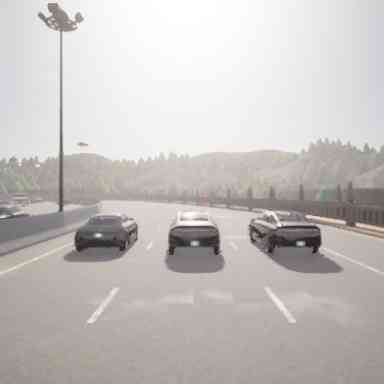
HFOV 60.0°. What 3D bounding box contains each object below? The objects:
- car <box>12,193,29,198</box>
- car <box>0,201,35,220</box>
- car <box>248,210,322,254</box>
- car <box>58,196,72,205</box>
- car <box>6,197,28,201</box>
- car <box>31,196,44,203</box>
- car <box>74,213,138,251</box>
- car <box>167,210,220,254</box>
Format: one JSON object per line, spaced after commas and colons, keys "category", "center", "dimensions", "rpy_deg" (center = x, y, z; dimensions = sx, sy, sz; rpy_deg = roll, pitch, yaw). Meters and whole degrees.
{"category": "car", "center": [-27.366, 1.201, 53.171], "dimensions": [2.150, 2.045, 5.566], "rpy_deg": [0, 0, -26]}
{"category": "car", "center": [-10.919, 1.499, 18.750], "dimensions": [1.837, 1.490, 4.892], "rpy_deg": [0, 0, -4]}
{"category": "car", "center": [3.534, 1.487, 13.406], "dimensions": [2.128, 1.511, 4.902], "rpy_deg": [0, 0, -1]}
{"category": "car", "center": [-22.640, 1.508, 59.145], "dimensions": [1.812, 1.442, 4.674], "rpy_deg": [0, 0, -28]}
{"category": "car", "center": [-15.287, 1.470, 26.829], "dimensions": [1.882, 1.535, 5.008], "rpy_deg": [0, 0, -9]}
{"category": "car", "center": [-30.068, 1.485, 64.520], "dimensions": [1.812, 1.442, 4.674], "rpy_deg": [0, 0, -34]}
{"category": "car", "center": [-3.491, 1.560, 14.190], "dimensions": [1.994, 1.385, 4.181], "rpy_deg": [0, 0, -2]}
{"category": "car", "center": [0.035, 1.487, 13.437], "dimensions": [2.128, 1.511, 4.902], "rpy_deg": [0, 0, -1]}
